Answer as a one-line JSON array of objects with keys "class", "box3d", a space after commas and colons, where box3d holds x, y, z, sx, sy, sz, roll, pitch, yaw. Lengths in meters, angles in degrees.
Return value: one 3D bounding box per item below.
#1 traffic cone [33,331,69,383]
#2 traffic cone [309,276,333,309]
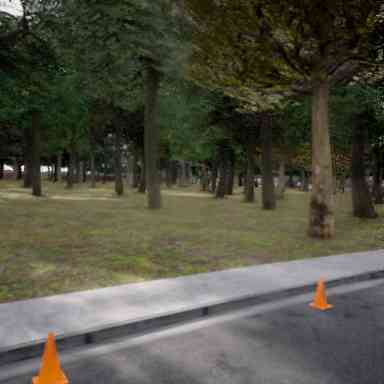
[{"class": "traffic cone", "box3d": [-1.675, 1.954, 3.946, 0.340, 0.580, 0.340, 1, 0, -34]}, {"class": "traffic cone", "box3d": [2.612, 2.005, 6.731, 0.340, 0.580, 0.340, 1, 0, -32]}]
